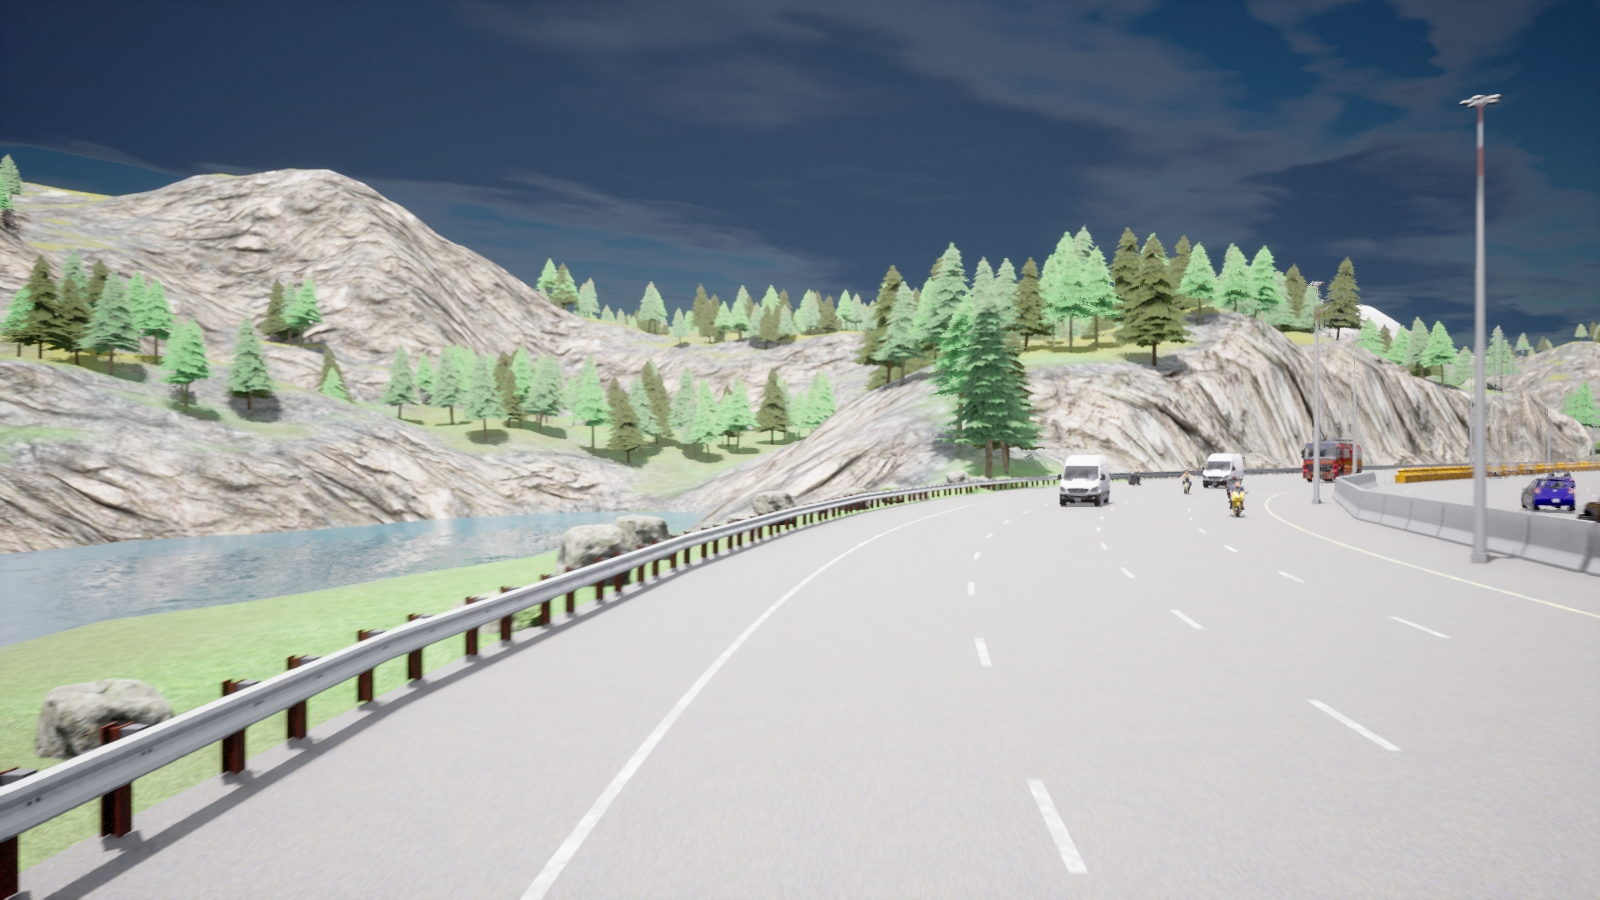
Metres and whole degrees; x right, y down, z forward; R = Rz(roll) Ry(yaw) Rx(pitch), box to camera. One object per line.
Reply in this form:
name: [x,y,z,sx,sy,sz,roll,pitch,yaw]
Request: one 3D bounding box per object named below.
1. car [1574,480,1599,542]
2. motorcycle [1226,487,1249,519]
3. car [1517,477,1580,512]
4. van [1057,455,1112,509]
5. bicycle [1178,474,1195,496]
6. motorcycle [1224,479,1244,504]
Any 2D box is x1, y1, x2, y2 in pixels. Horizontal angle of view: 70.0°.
car: [25.378,1.901,34.404,1.932,1.855,4.605,0,0,13]
motorcycle: [18.295,2.204,47.815,0.803,1.217,2.033,0,0,18]
car: [35.357,2.090,54.059,1.845,1.501,3.633,0,0,23]
van: [14.567,1.555,58.313,1.988,2.561,5.915,0,0,21]
bicycle: [24.365,2.185,72.033,0.859,1.295,1.487,1,0,26]
motorcycle: [23.477,2.239,61.790,0.867,1.251,2.209,0,0,24]
